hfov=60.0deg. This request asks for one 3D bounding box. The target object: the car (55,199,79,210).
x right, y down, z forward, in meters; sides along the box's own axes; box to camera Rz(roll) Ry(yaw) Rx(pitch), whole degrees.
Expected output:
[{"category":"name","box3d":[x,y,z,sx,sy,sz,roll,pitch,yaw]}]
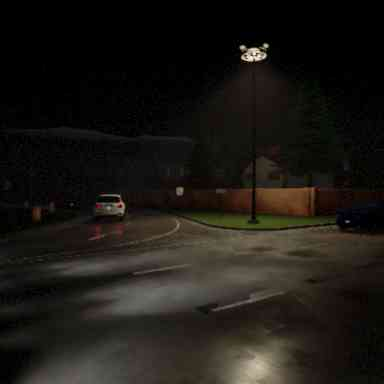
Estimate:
[{"category":"car","box3d":[-16.669,1.573,43.927,1.994,1.385,4.181,0,0,-43]}]

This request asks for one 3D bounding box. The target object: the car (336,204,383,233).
[{"category":"car","box3d":[10.675,1.496,19.958,5.008,1.535,1.882,0,0,-35]}]

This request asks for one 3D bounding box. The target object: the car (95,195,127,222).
[{"category":"car","box3d":[-6.537,1.229,26.854,2.150,2.045,5.566,0,0,-10]}]
